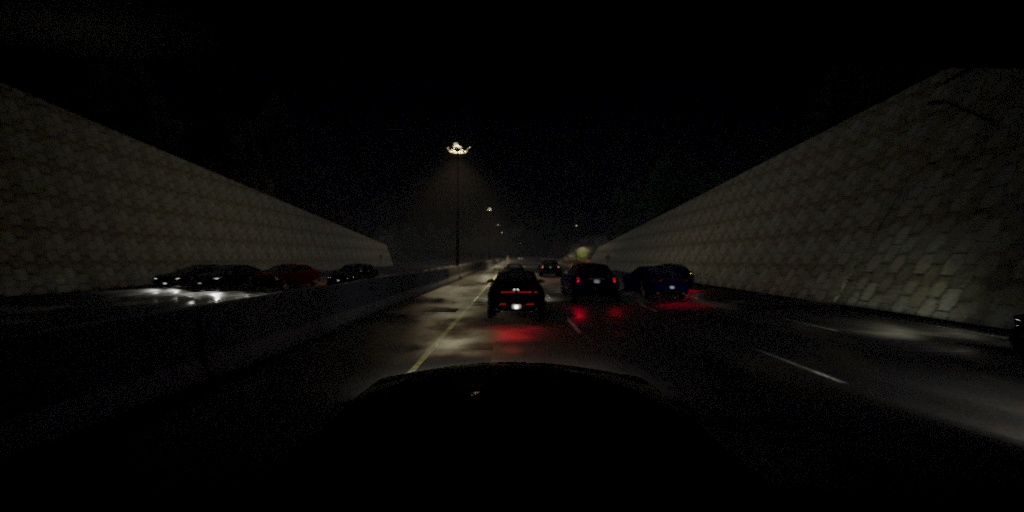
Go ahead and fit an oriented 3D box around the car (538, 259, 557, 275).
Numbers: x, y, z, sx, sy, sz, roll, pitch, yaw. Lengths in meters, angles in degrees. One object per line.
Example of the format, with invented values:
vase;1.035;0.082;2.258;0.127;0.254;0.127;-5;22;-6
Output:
car;3.752;1.141;36.996;2.097;1.767;4.553;0;0;0

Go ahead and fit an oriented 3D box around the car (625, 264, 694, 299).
car;7.168;1.256;18.497;1.882;1.535;5.008;0;0;0

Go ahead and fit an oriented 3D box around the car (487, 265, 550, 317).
car;0.144;1.265;13.147;1.837;1.490;4.892;0;0;0

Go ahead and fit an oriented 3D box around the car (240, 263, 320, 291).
car;-13.937;1.220;22.306;1.882;1.535;5.008;0;0;1

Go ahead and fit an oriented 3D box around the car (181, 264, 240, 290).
car;-17.436;1.261;22.374;1.812;1.442;4.674;0;0;1

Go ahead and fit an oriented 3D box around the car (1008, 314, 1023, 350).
car;10.607;1.251;4.830;1.882;1.535;5.008;0;0;0

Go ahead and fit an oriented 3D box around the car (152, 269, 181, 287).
car;-20.910;1.278;24.267;2.033;1.411;5.357;0;0;0

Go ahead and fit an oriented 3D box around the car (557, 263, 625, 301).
car;3.666;1.122;17.577;2.097;1.767;4.553;0;0;0

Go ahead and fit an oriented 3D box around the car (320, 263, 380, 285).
car;-10.415;1.261;23.929;1.837;1.490;4.892;0;0;1
